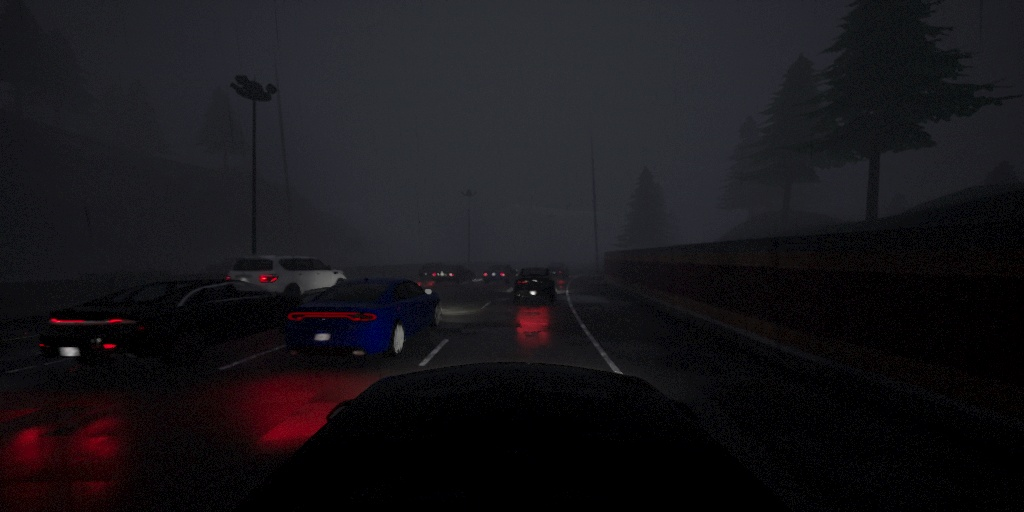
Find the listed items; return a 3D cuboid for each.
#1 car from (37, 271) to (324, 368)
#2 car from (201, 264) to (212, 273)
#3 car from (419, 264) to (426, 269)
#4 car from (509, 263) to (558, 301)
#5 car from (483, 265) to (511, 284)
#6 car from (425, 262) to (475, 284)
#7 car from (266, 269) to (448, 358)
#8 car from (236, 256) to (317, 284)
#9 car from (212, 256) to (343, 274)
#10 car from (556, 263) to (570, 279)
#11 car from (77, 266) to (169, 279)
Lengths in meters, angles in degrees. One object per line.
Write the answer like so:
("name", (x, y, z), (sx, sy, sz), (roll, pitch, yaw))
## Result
("car", (-6.658, 1.255, 7.915), (2.128, 1.511, 4.902), (0, 0, 3))
("car", (-24.906, 1.039, 32.678), (2.150, 2.045, 5.566), (0, 0, 12))
("car", (-6.771, 1.312, 32.807), (2.128, 1.511, 4.902), (0, 0, 13))
("car", (1.184, 1.292, 17.521), (1.837, 1.490, 4.892), (0, 0, 7))
("car", (-0.774, 1.357, 27.634), (2.033, 1.411, 5.357), (0, 0, 11))
("car", (-4.373, 1.356, 27.450), (2.033, 1.411, 5.357), (0, 0, 11))
("car", (-3.122, 1.243, 8.618), (1.882, 1.535, 5.008), (0, 0, 3))
("car", (-18.555, 1.032, 28.634), (2.150, 2.045, 5.566), (0, 0, 10))
("car", (-9.592, 1.002, 15.835), (2.150, 2.045, 5.566), (0, 0, 6))
("car", (4.386, 1.352, 34.356), (1.812, 1.442, 4.674), (0, 0, 14))
("car", (-29.422, 1.405, 27.345), (1.895, 1.301, 4.718), (0, 0, 9))
